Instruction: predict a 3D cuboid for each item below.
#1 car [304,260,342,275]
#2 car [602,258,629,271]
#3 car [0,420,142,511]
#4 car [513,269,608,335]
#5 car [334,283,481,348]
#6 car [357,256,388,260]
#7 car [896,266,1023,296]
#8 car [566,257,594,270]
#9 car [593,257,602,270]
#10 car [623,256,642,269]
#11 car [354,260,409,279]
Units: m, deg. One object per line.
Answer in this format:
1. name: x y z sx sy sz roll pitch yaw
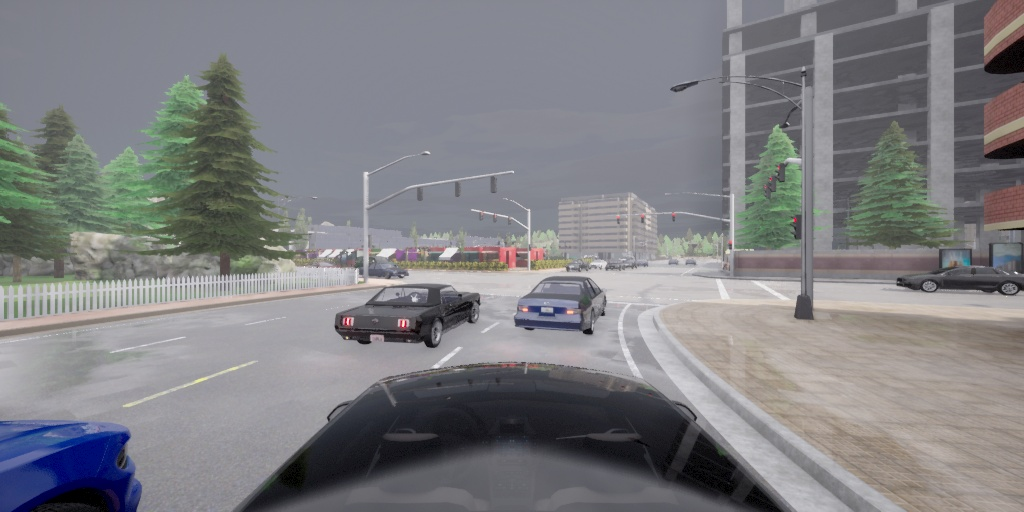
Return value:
1. car: -20.056 1.331 37.922 4.674 1.442 1.812 0 0 30
2. car: 14.266 1.314 49.328 1.994 1.385 4.181 0 0 30
3. car: -3.214 1.228 0.137 1.882 1.535 5.008 0 0 -2
4. car: 1.679 1.297 10.673 2.033 1.411 5.357 0 0 20
5. car: -2.256 1.351 9.317 1.895 1.301 4.718 0 0 11
6. car: -14.661 1.027 38.837 5.566 2.045 2.150 0 0 30
7. car: 25.042 1.310 20.059 4.892 1.490 1.837 0 0 30
8. car: 8.524 1.241 46.350 2.128 1.511 4.902 0 0 30
9. car: 13.104 1.276 54.366 1.812 1.442 4.674 0 0 30
10. car: 18.705 1.241 57.086 2.128 1.511 4.902 0 0 30
11. car: -12.023 1.353 33.242 5.357 1.411 2.033 0 0 31
